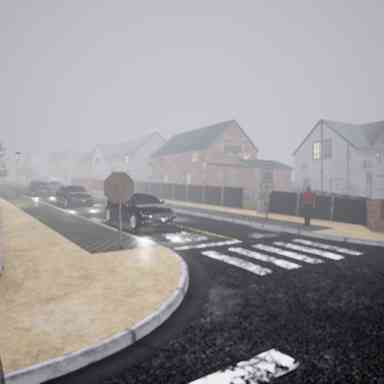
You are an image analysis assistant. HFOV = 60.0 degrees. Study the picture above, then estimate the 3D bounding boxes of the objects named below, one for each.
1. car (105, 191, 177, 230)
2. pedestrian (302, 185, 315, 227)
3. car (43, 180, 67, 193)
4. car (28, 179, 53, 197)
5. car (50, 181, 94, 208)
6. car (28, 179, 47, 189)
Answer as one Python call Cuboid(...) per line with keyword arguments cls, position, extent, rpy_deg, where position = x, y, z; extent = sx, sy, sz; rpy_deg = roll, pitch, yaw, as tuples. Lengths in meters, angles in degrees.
Cuboid(cls="car", position=(-2.524, 0.768, 15.474), extent=(1.837, 1.490, 4.892), rpy_deg=(0, 3, -35))
Cuboid(cls="pedestrian", position=(5.099, 0.600, 14.739), extent=(0.375, 1.860, 0.375), rpy_deg=(3, -2, -35))
Cuboid(cls="car", position=(-17.406, -0.689, 42.254), extent=(1.812, 1.442, 4.674), rpy_deg=(-1, 3, -35))
Cuboid(cls="car", position=(-15.868, -0.356, 34.852), extent=(1.837, 1.490, 4.892), rpy_deg=(0, 3, -35))
Cuboid(cls="car", position=(-8.682, 0.248, 24.408), extent=(1.837, 1.490, 4.892), rpy_deg=(0, 3, -35))
Cuboid(cls="car", position=(-24.456, -1.302, 52.487), extent=(1.837, 1.490, 4.892), rpy_deg=(-1, 3, -36))
